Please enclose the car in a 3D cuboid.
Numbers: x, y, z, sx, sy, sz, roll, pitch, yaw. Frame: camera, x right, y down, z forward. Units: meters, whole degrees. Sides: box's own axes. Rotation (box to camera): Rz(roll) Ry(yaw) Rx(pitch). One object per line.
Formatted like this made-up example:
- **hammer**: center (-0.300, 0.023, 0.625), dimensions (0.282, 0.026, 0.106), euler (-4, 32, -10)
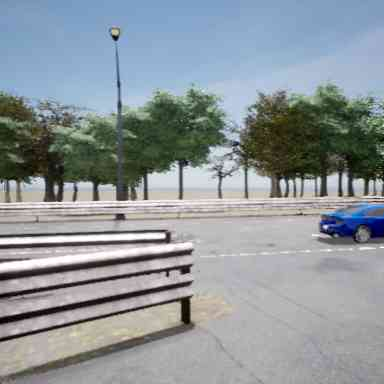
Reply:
- **car**: center (7.998, 1.274, 14.364), dimensions (5.008, 1.535, 1.882), euler (-1, 1, -11)
